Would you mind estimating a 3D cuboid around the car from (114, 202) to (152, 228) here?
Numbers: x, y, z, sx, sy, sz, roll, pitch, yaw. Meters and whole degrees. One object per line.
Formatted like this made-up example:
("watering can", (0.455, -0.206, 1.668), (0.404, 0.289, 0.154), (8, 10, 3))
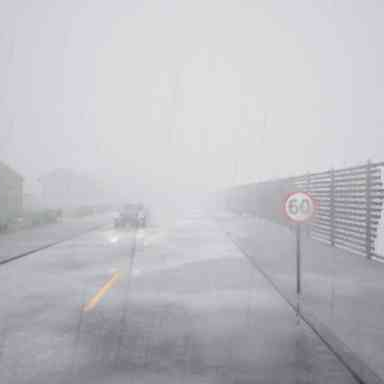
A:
("car", (-4.121, 1.544, 23.715), (2.097, 1.767, 4.553), (0, 0, 0))
